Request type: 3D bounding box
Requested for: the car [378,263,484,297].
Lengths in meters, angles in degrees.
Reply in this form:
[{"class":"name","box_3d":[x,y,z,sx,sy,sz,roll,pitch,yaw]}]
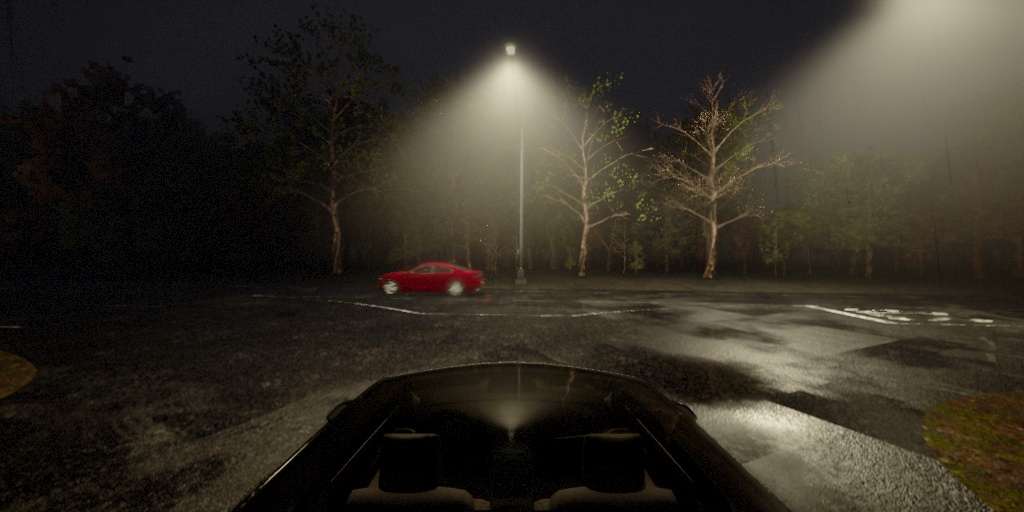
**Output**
[{"class":"car","box_3d":[-3.840,1.071,17.178,5.008,1.535,1.882,0,1,6]}]
